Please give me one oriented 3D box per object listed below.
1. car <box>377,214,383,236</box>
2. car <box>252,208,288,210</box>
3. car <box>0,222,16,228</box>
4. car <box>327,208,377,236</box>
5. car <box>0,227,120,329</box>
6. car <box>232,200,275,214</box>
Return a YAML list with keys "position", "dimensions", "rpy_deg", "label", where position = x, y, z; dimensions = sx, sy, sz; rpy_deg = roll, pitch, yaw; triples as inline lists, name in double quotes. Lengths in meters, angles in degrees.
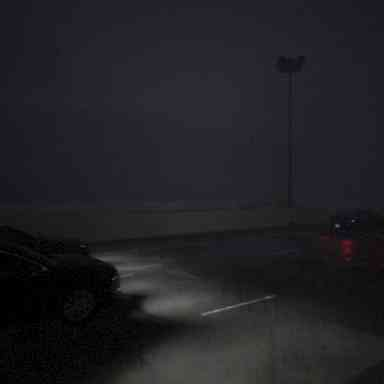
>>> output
- position: [11.289, 1.479, 16.117]
  dimensions: [4.553, 1.767, 2.097]
  rpy_deg: [0, 0, -36]
  label: "car"
- position: [8.398, 1.649, 31.497]
  dimensions: [5.008, 1.535, 1.882]
  rpy_deg: [1, 0, -36]
  label: "car"
- position: [-5.077, 1.530, 8.725]
  dimensions: [4.674, 1.442, 1.812]
  rpy_deg: [0, 0, -36]
  label: "car"
- position: [9.723, 1.656, 19.296]
  dimensions: [4.674, 1.442, 1.812]
  rpy_deg: [0, 0, -36]
  label: "car"
- position: [-3.617, 1.505, 5.467]
  dimensions: [4.892, 1.490, 1.837]
  rpy_deg: [1, 0, -36]
  label: "car"
- position: [7.274, 1.687, 39.295]
  dimensions: [4.902, 1.511, 2.128]
  rpy_deg: [0, 0, -35]
  label: "car"
